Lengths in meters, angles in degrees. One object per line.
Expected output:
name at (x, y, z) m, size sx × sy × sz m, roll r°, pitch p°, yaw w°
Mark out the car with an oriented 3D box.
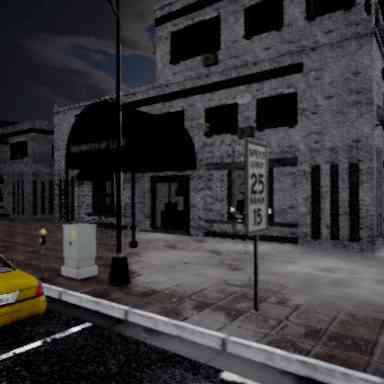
car at (-4.649, 1.549, 6.194) m, size 4.829 × 1.417 × 1.752 m, roll 0°, pitch 0°, yaw 35°
